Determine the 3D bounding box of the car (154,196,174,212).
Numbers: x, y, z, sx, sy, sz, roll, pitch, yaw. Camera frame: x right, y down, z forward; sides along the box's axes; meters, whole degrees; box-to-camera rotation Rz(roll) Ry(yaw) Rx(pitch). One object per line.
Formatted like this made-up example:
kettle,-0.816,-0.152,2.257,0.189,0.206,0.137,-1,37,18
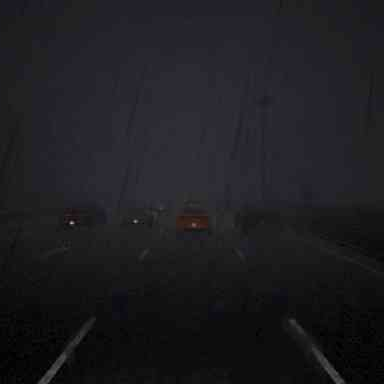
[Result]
car,-3.424,1.561,38.849,1.812,1.442,4.674,0,0,0

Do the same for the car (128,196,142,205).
car,-10.514,1.582,62.086,1.812,1.442,4.674,0,0,0

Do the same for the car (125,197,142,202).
car,-6.910,1.513,39.357,1.882,1.535,5.008,0,0,0

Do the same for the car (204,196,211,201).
car,3.468,1.607,72.662,2.033,1.411,5.357,0,0,0

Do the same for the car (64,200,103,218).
car,-10.409,1.577,32.404,2.033,1.411,5.357,0,0,0

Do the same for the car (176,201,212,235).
car,0.094,1.495,19.138,1.882,1.535,5.008,0,0,0

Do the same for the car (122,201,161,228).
car,-3.406,1.546,22.416,1.812,1.442,4.674,0,0,0

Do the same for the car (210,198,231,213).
car,3.590,1.526,37.742,2.128,1.511,4.902,0,0,0

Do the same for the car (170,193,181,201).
car,-3.531,1.291,72.307,2.150,2.045,5.566,0,0,0

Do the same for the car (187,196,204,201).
car,0.090,1.540,37.823,1.837,1.490,4.892,0,0,0

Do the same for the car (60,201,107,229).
car,-6.906,1.524,21.545,1.837,1.490,4.892,0,0,0

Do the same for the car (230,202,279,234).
car,3.595,1.496,19.204,1.882,1.535,5.008,0,0,0
